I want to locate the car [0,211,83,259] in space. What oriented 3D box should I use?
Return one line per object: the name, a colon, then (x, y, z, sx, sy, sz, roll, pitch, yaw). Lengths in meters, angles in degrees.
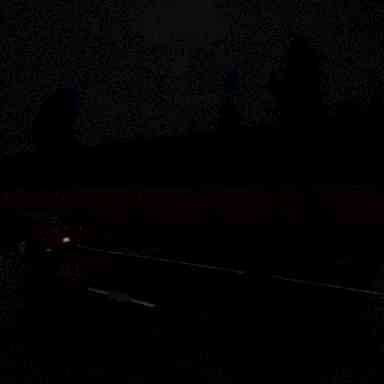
car: (-6.303, 1.478, 12.791, 5.008, 1.535, 1.882, 0, 0, 36)
